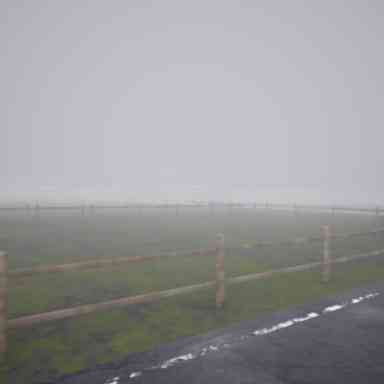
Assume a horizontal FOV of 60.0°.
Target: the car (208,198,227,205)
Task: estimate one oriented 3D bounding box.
[{"bbox_3d":[5.165,1.991,67.015,1.994,1.385,4.181,1,0,-35],"label":"car"}]
